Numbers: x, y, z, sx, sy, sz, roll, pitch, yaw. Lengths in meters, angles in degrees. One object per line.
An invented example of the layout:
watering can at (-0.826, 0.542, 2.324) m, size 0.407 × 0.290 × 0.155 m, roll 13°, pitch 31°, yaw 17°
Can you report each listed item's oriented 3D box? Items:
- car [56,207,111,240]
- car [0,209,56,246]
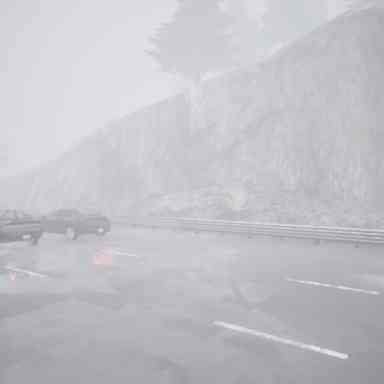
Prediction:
car at (-6.217, 1.517, 16.909) m, size 4.892 × 1.490 × 1.837 m, roll 0°, pitch 0°, yaw 36°
car at (-8.253, 1.495, 14.062) m, size 4.902 × 1.511 × 2.128 m, roll 0°, pitch 0°, yaw 36°
